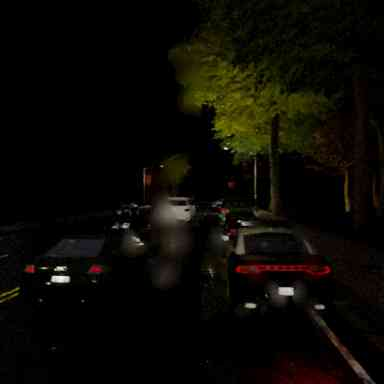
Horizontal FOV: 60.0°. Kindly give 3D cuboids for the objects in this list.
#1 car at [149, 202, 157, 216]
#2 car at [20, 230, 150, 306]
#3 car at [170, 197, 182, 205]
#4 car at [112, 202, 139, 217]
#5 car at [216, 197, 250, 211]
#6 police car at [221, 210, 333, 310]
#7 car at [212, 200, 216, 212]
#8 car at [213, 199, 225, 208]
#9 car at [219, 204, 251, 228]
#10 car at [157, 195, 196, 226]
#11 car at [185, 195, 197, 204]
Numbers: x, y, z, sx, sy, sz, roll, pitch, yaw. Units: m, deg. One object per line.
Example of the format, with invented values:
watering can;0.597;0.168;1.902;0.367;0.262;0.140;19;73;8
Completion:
car;-3.520;1.817;37.269;1.882;1.535;5.008;0;-1;5
car;-2.346;1.647;8.342;1.994;1.385;4.181;0;0;5
car;-3.610;2.059;76.123;2.097;1.767;4.553;0;-1;5
car;-6.954;1.838;35.077;2.128;1.511;4.902;0;-1;5
car;3.028;1.399;24.009;2.150;2.045;5.566;0;0;5
police car;1.774;1.475;8.137;1.930;1.638;5.238;0;0;5
car;3.636;1.907;43.683;1.994;1.385;4.181;0;0;5
car;4.915;2.038;60.219;2.033;1.411;5.357;0;-1;5
car;2.554;1.631;17.996;1.837;1.490;4.892;0;0;5
car;-0.965;1.441;25.778;2.150;2.045;5.566;0;0;5
car;-0.181;1.701;78.295;2.150;2.045;5.566;0;-1;5
